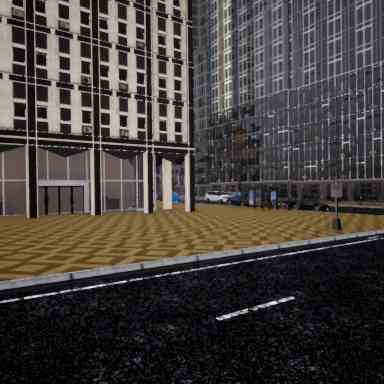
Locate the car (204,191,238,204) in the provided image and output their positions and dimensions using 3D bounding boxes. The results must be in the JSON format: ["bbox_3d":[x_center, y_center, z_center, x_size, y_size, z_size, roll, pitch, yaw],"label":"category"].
[{"bbox_3d":[4.396,0.859,54.096,2.150,2.045,5.566,-1,1,-35],"label":"car"}]

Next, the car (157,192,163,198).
[{"bbox_3d":[-5.572,0.613,79.041,2.192,1.841,5.009,0,1,-34],"label":"car"}]

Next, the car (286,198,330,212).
[{"bbox_3d":[12.973,1.422,36.667,1.947,1.339,4.313,-1,1,-34],"label":"car"}]

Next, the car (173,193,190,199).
[{"bbox_3d":[-2.374,0.934,74.345,1.802,1.307,4.206,0,1,-34],"label":"car"}]

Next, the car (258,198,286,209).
[{"bbox_3d":[9.789,1.386,41.378,1.802,1.307,4.206,-1,1,-34],"label":"car"}]

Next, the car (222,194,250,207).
[{"bbox_3d":[6.640,1.318,46.109,1.947,1.339,4.313,-1,1,-34],"label":"car"}]

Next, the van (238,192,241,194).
[{"bbox_3d":[7.218,0.853,60.245,1.690,1.788,3.998,-1,1,-34],"label":"van"}]

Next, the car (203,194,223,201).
[{"bbox_3d":[4.021,1.041,64.947,1.802,1.307,4.206,-1,1,-34],"label":"car"}]

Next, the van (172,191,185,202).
[{"bbox_3d":[-2.907,0.936,60.231,1.690,1.788,3.998,0,1,-34],"label":"van"}]

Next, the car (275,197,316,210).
[{"bbox_3d":[12.861,1.375,41.651,1.895,1.301,4.718,-1,1,-34],"label":"car"}]
